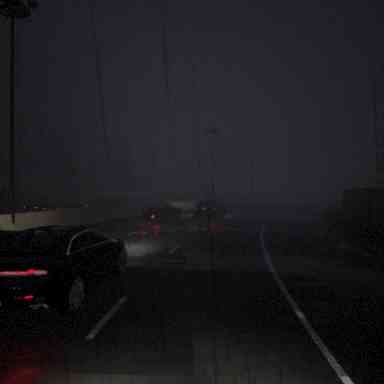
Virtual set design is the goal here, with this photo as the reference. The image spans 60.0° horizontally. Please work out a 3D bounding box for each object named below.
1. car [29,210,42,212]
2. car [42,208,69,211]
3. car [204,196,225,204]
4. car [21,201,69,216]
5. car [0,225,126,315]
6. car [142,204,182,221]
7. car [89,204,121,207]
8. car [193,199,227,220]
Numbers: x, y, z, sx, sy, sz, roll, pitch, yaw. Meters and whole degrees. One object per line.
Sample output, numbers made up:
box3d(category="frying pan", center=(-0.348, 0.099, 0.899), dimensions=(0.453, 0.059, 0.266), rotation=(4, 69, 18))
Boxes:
box3d(category="car", center=(-6.301, 1.475, 8.900), dimensions=(1.882, 1.535, 5.008), rotation=(0, 0, 6))
box3d(category="car", center=(-12.193, 1.622, 32.414), dimensions=(1.895, 1.301, 4.718), rotation=(0, 0, 19))
box3d(category="car", center=(4.727, 1.632, 69.874), dimensions=(1.837, 1.490, 4.892), rotation=(0, 0, 39))
box3d(category="car", center=(-15.150, 1.617, 34.565), dimensions=(1.895, 1.301, 4.718), rotation=(0, 0, 19))
box3d(category="car", center=(-2.909, 1.497, 7.588), dimensions=(2.128, 1.511, 4.902), rotation=(0, 0, 5))
box3d(category="car", center=(-2.379, 1.642, 28.064), dimensions=(1.895, 1.301, 4.718), rotation=(0, 0, 17))
box3d(category="car", center=(-8.499, 1.383, 32.302), dimensions=(2.097, 1.767, 4.553), rotation=(0, 0, 20))
box3d(category="car", center=(1.660, 1.407, 29.041), dimensions=(2.097, 1.767, 4.553), rotation=(0, 0, 18))
